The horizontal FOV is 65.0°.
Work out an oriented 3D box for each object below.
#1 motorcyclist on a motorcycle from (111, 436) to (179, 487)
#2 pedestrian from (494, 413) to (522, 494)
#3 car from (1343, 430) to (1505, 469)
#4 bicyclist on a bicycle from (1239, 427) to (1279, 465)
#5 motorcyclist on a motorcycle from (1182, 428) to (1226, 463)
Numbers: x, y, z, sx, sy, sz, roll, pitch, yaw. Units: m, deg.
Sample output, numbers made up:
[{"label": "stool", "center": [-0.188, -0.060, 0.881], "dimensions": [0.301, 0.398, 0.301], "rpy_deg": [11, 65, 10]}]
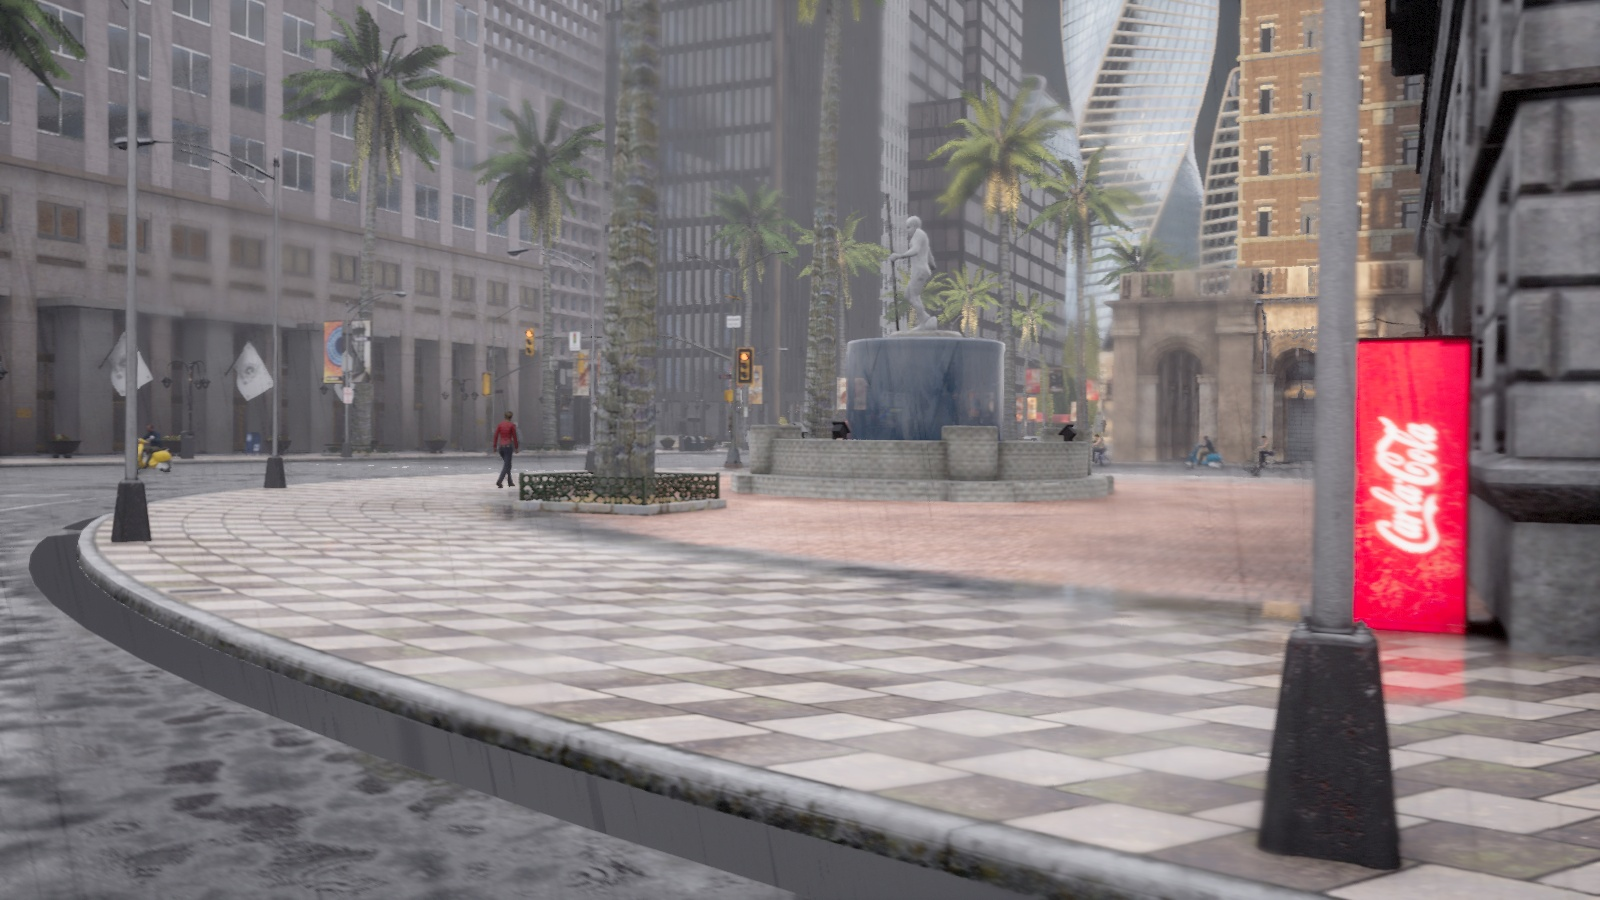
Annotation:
[{"label": "motorcyclist on a motorcycle", "center": [-21.090, 0.345, 40.480], "dimensions": [0.866, 1.590, 1.817], "rpy_deg": [0, 1, 20]}, {"label": "pedestrian", "center": [-6.754, 0.074, 29.028], "dimensions": [0.331, 1.846, 0.636], "rpy_deg": [0, 1, 17]}, {"label": "car", "center": [23.510, -0.030, 47.516], "dimensions": [5.357, 1.411, 2.033], "rpy_deg": [0, 1, 25]}, {"label": "bicyclist on a bicycle", "center": [19.494, -0.181, 53.331], "dimensions": [1.509, 1.612, 0.866], "rpy_deg": [0, 1, 26]}, {"label": "motorcyclist on a motorcycle", "center": [18.562, -0.212, 57.646], "dimensions": [1.817, 1.590, 0.866], "rpy_deg": [0, 1, 26]}]
